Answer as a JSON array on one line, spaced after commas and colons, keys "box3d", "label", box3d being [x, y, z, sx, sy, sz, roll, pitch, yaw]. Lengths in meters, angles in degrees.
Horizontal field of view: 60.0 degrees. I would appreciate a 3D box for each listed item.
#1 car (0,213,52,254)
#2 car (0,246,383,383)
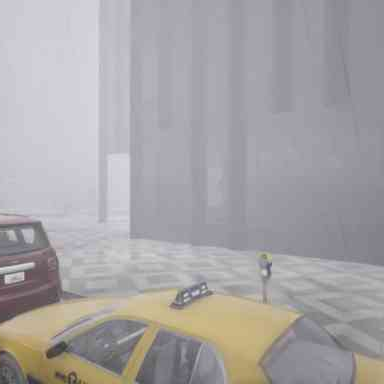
[{"box3d": [-4.482, 1.314, 6.170, 5.009, 1.841, 2.192, 0, 0, 36], "label": "car"}, {"box3d": [-0.208, 1.525, 3.112, 4.829, 1.417, 1.752, 0, 0, 36], "label": "car"}]
